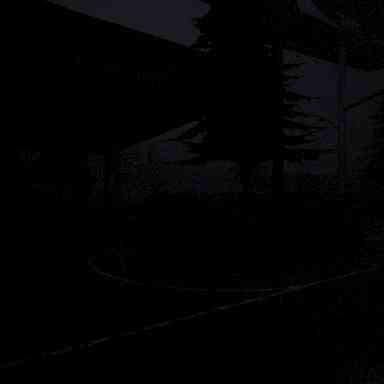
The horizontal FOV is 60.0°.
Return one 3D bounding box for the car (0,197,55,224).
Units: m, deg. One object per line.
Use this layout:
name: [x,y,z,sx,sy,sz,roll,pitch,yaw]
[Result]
car: [-11.918,1.313,23.510,3.866,1.878,1.905,0,0,-36]
